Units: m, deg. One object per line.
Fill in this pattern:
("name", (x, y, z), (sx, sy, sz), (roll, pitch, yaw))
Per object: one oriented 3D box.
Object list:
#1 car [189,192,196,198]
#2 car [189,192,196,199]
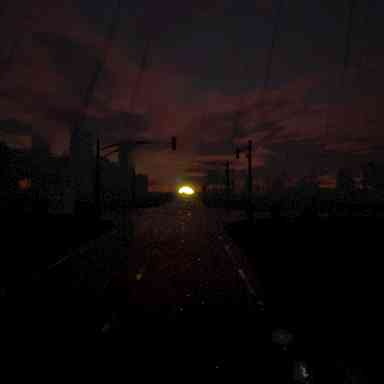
("car", (0.153, 0.865, 94.963), (1.837, 1.490, 4.892), (0, 0, 0))
("car", (0.117, 1.109, 84.540), (2.033, 1.411, 5.357), (0, 0, 0))
